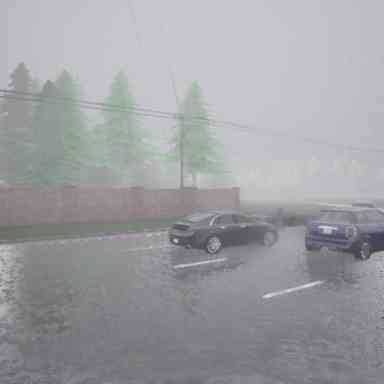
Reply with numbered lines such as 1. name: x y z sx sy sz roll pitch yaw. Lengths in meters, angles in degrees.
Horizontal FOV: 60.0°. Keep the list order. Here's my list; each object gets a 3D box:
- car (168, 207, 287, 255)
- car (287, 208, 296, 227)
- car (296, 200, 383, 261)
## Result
1. car: 1.390 1.509 13.333 4.892 1.490 1.837 0 0 -35
2. car: 5.565 1.606 20.608 4.718 1.301 1.895 0 0 -35
3. car: 6.340 1.358 12.562 4.553 1.767 2.097 0 0 -35
